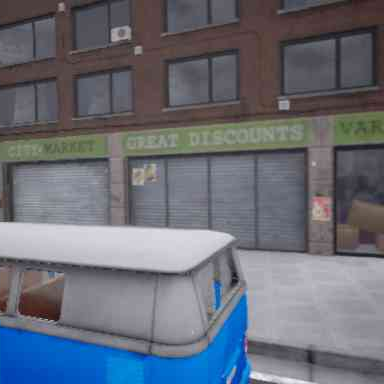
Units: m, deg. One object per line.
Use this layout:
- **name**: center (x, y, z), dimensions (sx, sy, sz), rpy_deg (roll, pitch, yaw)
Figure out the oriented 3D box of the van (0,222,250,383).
- **van**: center (-1.415, 1.245, 3.363), dimensions (3.998, 1.788, 1.690), rpy_deg (0, 2, 21)
